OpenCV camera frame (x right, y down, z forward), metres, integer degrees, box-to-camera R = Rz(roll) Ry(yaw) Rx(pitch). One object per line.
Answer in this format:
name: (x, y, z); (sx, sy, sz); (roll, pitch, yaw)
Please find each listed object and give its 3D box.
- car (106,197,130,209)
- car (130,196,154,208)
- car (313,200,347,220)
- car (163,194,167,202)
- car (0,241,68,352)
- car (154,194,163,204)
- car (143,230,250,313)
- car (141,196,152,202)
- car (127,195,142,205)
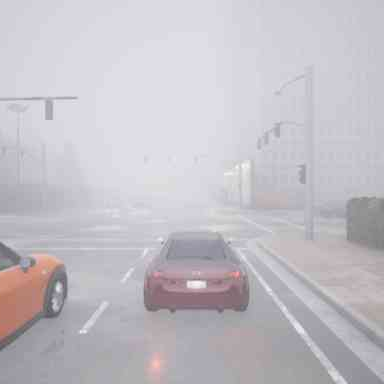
car: (-10.517, 1.456, 46.022); (2.128, 1.511, 4.902); (0, 0, 0)
car: (-7.012, 1.318, 47.153); (2.097, 1.767, 4.553); (0, 0, 0)
car: (13.252, 1.511, 27.967); (5.008, 1.535, 1.882); (0, 0, 0)
car: (-6.882, 1.289, 76.185); (2.097, 1.767, 4.553); (0, 0, 0)
car: (-3.432, 1.348, 4.547); (2.097, 1.767, 4.553); (0, 0, 1)
car: (-6.963, 1.457, 61.180); (1.837, 1.490, 4.892); (0, 0, 1)
car: (0.090, 1.558, 7.720); (1.994, 1.385, 4.181); (0, 0, 0)
car: (-10.382, 1.530, 76.056); (1.895, 1.301, 4.718); (0, 0, 0)
car: (-10.464, 1.431, 60.946); (1.882, 1.535, 5.008); (0, 0, 1)
